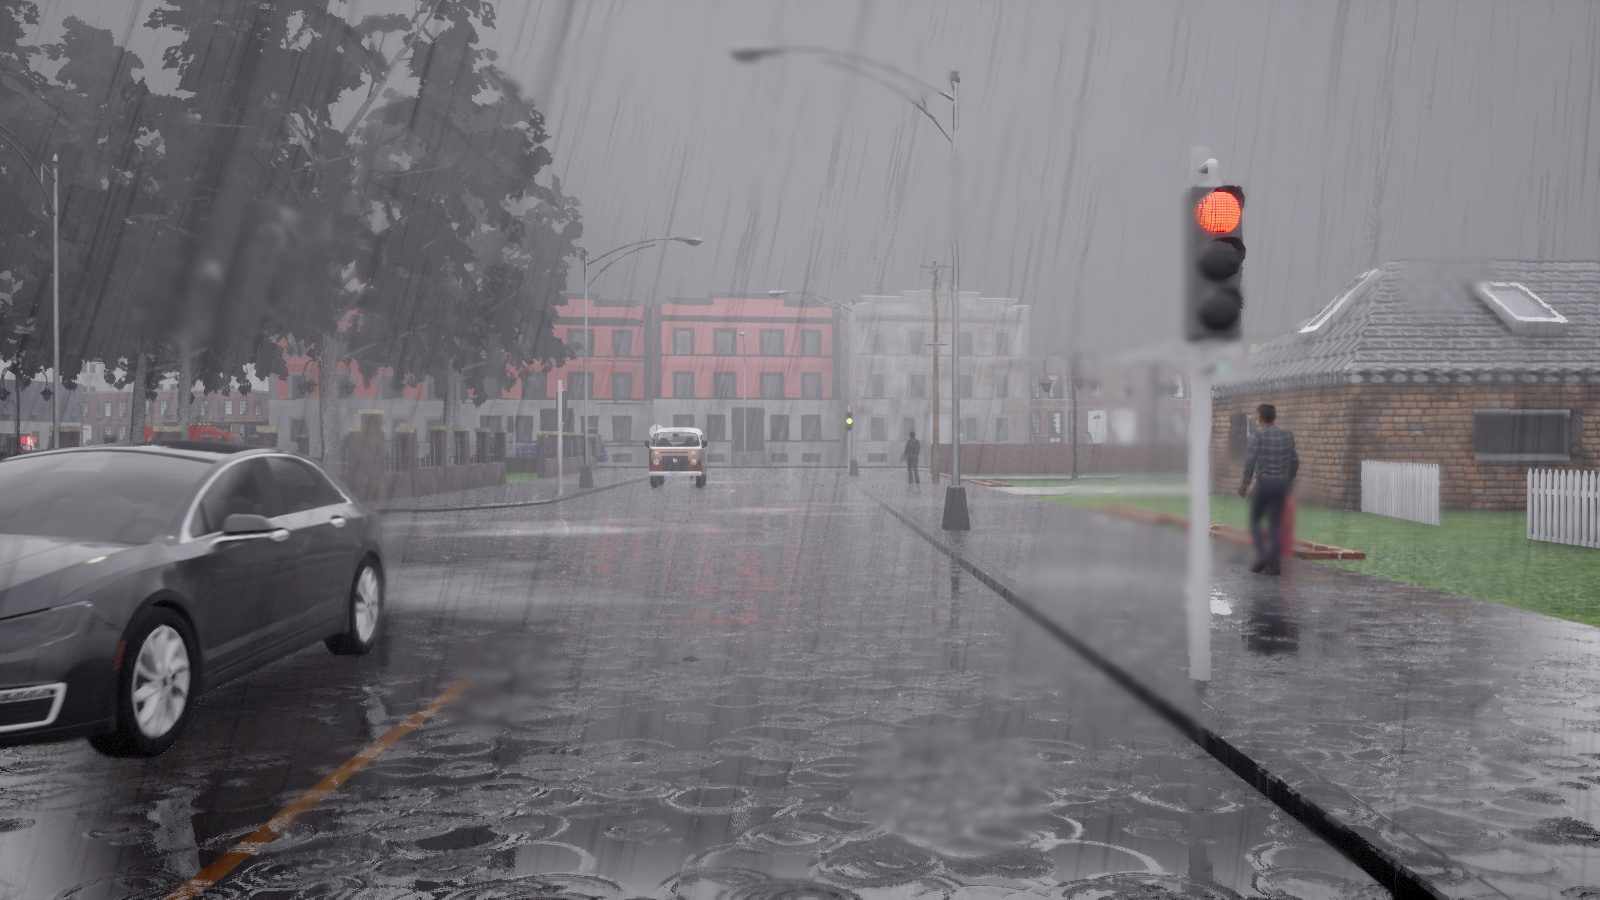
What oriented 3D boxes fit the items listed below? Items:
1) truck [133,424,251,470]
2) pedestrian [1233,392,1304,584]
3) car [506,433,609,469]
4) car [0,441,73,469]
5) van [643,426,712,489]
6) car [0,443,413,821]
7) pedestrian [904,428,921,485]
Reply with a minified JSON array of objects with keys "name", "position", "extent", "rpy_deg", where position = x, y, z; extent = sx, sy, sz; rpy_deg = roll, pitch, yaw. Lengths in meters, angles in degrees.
[{"name":"truck","position":[-33.244,-0.155,68.773],"extent":[5.204,2.467,2.627],"rpy_deg":[0,0,0]},{"name":"pedestrian","position":[4.903,0.386,13.180],"extent":[0.423,1.949,0.788],"rpy_deg":[0,0,-2]},{"name":"car","position":[-14.014,0.043,72.890],"extent":[5.566,2.045,2.150],"rpy_deg":[0,0,0]},{"name":"car","position":[-42.887,0.280,68.747],"extent":[4.902,1.511,2.128],"rpy_deg":[0,0,0]},{"name":"van","position":[-4.137,0.224,42.958],"extent":[2.069,2.038,4.480],"rpy_deg":[0,0,-2]},{"name":"car","position":[-3.961,0.706,7.410],"extent":[1.837,1.490,4.892],"rpy_deg":[0,0,0]},{"name":"pedestrian","position":[3.843,0.216,43.031],"extent":[0.395,1.930,0.692],"rpy_deg":[0,0,-12]}]
